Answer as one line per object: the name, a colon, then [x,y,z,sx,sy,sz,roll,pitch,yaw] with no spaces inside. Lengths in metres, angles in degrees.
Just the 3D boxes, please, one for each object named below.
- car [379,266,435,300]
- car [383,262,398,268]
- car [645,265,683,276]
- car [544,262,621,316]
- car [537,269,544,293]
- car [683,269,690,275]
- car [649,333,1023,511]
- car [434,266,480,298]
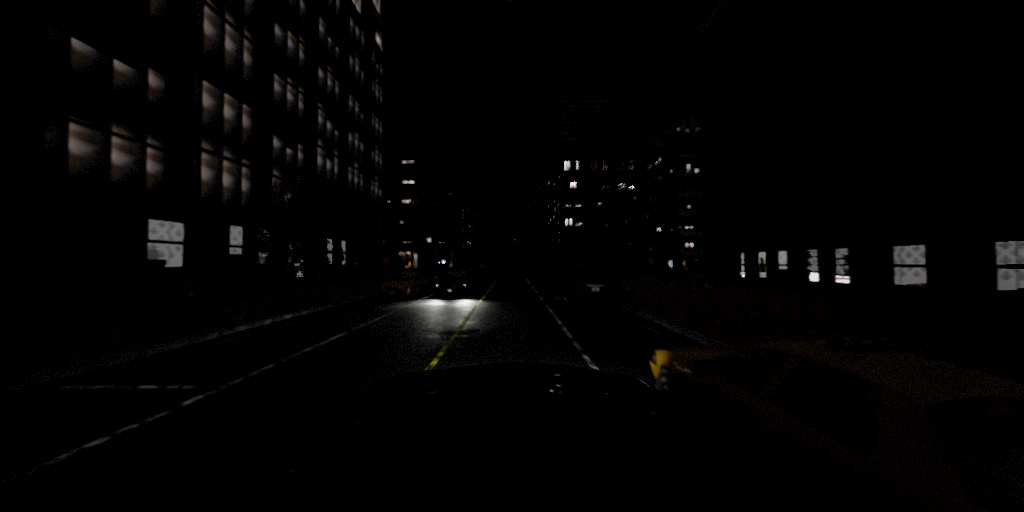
car: [-5.686,1.467,19.361,1.751,1.417,4.829,0,0,0]
car: [-17.255,1.523,49.477,4.507,1.381,1.888,0,0,0]
car: [20.842,2.017,49.786,4.097,1.591,1.967,0,0,0]
car: [2.693,1.197,13.969,2.192,1.841,5.009,0,0,0]
car: [2.694,1.256,19.528,2.192,1.841,5.009,0,0,0]
car: [26.255,2.361,58.138,4.829,1.417,1.751,0,0,0]
car: [2.692,1.288,3.021,1.751,1.417,4.829,0,0,0]
car: [-3.096,1.474,20.137,1.812,1.442,4.674,0,-1,0]
